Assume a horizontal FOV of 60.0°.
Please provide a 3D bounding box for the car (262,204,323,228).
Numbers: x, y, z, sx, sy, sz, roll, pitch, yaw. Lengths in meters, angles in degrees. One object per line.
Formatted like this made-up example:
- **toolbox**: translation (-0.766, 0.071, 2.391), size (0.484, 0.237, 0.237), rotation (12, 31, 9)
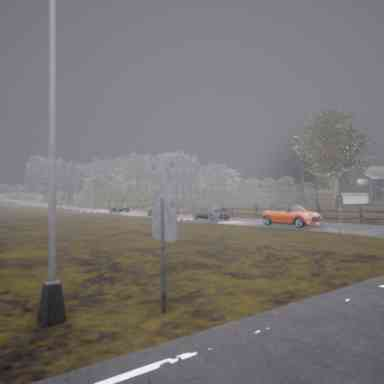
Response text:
- **car**: translation (7.574, 1.715, 25.289), size (2.097, 1.767, 4.553), rotation (-1, -1, -35)

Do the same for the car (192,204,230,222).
- **car**: translation (1.872, 2.163, 33.363), size (1.994, 1.385, 4.181), rotation (-1, -1, -35)

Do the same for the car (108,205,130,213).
- **car**: translation (-11.460, 2.666, 52.348), size (1.895, 1.301, 4.718), rotation (-1, -1, -35)

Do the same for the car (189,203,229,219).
- **car**: translation (1.883, 2.137, 38.439), size (1.882, 1.535, 5.008), rotation (-1, -1, -35)

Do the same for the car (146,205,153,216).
- **car**: translation (-3.987, 2.307, 41.666), size (2.128, 1.511, 4.902), rotation (-1, -1, -35)
